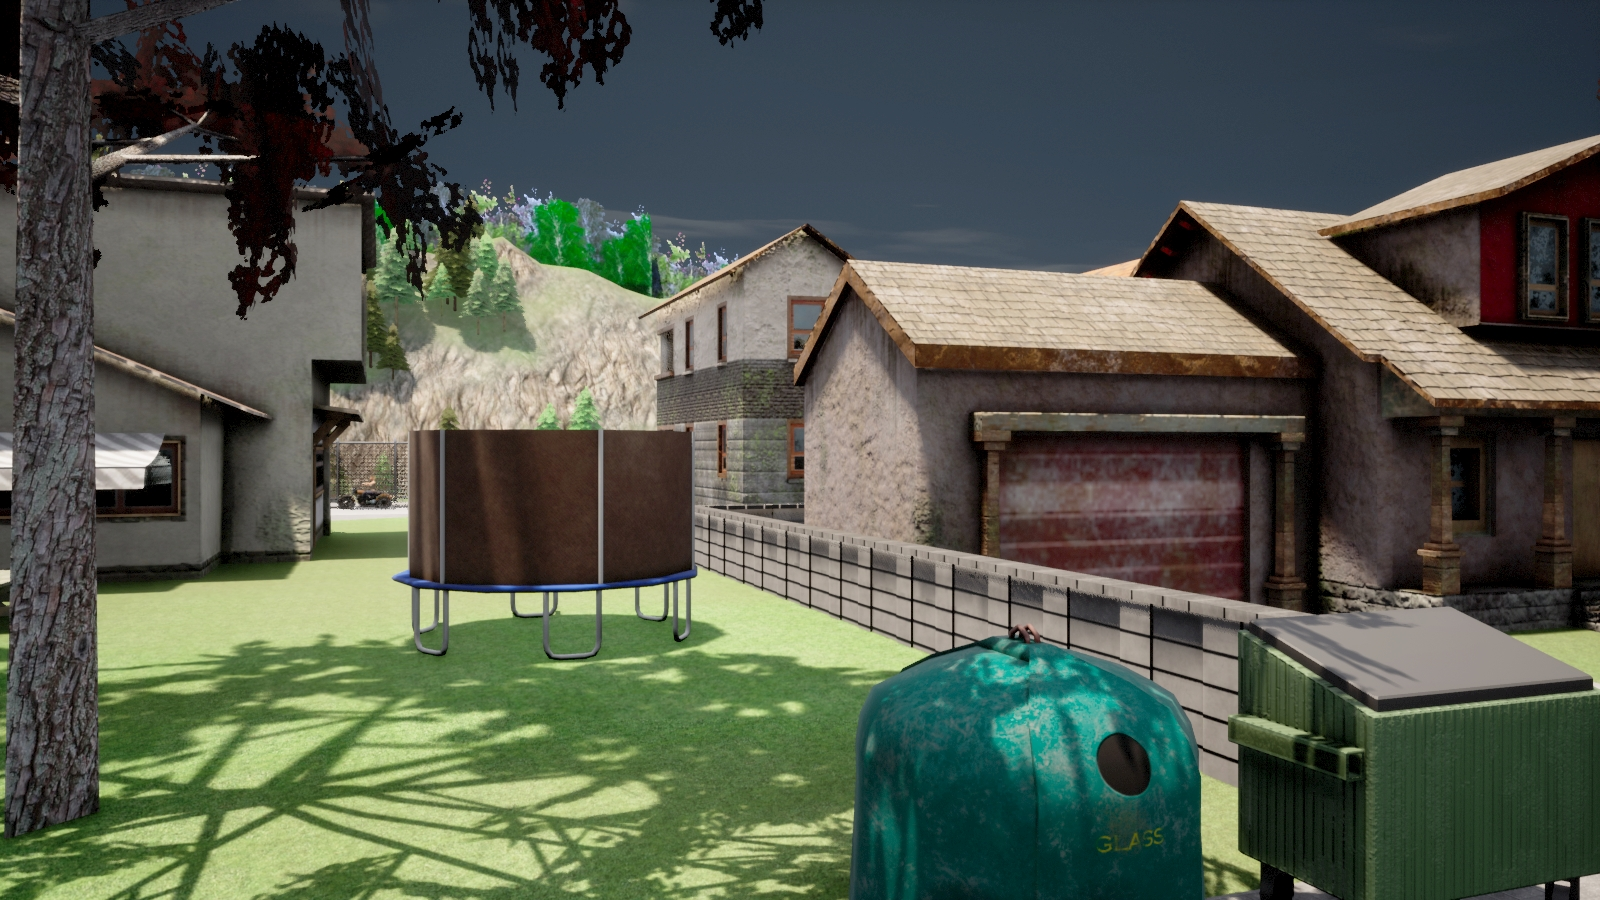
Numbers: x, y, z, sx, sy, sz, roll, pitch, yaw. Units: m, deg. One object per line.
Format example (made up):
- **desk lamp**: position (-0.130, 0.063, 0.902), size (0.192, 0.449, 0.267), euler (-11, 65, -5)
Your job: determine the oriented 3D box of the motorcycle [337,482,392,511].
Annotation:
- **motorcycle**: position (-20.332, 2.155, 53.386), size (2.356, 1.307, 0.764), euler (0, 0, -20)
